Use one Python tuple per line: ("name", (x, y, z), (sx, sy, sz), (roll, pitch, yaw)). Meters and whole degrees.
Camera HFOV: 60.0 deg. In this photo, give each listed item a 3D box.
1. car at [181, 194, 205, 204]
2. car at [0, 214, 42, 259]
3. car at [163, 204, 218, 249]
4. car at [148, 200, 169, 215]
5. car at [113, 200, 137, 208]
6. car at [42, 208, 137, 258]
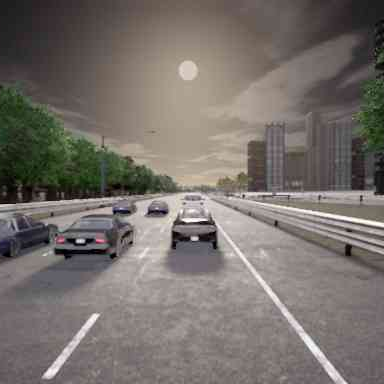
("car", (0.092, 1.210, 32.815), (2.150, 2.045, 5.566), (0, 0, 0))
("car", (-6.903, 1.543, 12.615), (2.033, 1.411, 5.357), (0, 0, 0))
("car", (0.097, 1.486, 14.601), (2.128, 1.511, 4.902), (0, 0, 0))
("car", (-3.409, 1.552, 34.370), (1.994, 1.385, 4.181), (0, 0, 0))
("car", (-6.909, 1.552, 34.464), (1.994, 1.385, 4.181), (0, 0, 0))
("car", (-3.403, 1.543, 12.651), (2.033, 1.411, 5.357), (0, 0, 0))
